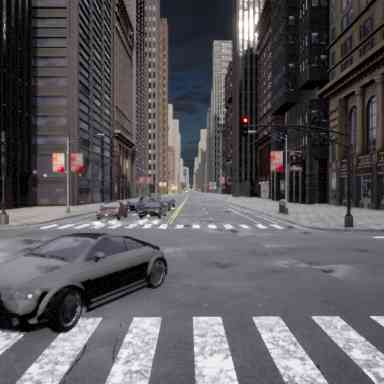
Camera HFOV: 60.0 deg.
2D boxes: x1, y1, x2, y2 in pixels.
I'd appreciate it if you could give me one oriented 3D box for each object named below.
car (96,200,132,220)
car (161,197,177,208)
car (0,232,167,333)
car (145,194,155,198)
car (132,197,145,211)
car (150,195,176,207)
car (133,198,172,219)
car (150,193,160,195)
[{"bbox_3d":[-6.635,1.512,28.077,1.812,1.442,4.674,0,0,0],"label":"car"},{"bbox_3d":[-3.420,1.513,49.802,2.033,1.411,5.357,0,0,0],"label":"car"},{"bbox_3d":[-2.273,1.559,6.896,1.994,1.385,4.181,0,0,28],"label":"car"},{"bbox_3d":[-6.663,1.474,47.425,1.837,1.490,4.892,0,0,0],"label":"car"},{"bbox_3d":[-6.649,1.579,37.185,1.895,1.301,4.718,0,0,0],"label":"car"},{"bbox_3d":[-3.398,1.468,39.250,2.128,1.511,4.902,0,0,0],"label":"car"},{"bbox_3d":[-3.362,1.533,29.511,2.033,1.411,5.357,0,0,4],"label":"car"},{"bbox_3d":[-6.636,1.175,58.326,2.150,2.045,5.566,0,0,1],"label":"car"}]
